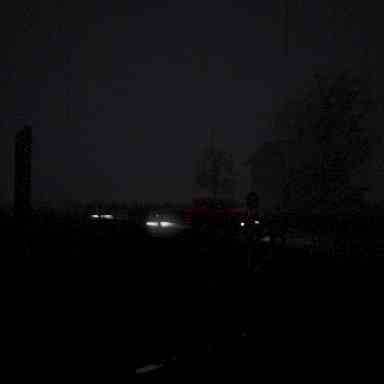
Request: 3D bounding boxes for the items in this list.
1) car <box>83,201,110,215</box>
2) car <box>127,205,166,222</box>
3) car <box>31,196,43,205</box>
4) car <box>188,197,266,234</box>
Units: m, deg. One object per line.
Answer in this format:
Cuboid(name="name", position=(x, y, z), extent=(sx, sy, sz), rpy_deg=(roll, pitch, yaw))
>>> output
Cuboid(name="car", position=(-11.235, 1.846, 38.835), extent=(1.837, 1.490, 4.892), rpy_deg=(1, -1, -36))
Cuboid(name="car", position=(-3.995, 1.791, 28.854), extent=(1.994, 1.385, 4.181), rpy_deg=(1, -1, -36))
Cuboid(name="car", position=(-36.622, 2.259, 78.563), extent=(1.837, 1.490, 4.892), rpy_deg=(1, -1, -36))
Cuboid(name="car", position=(1.983, 1.354, 20.666), extent=(2.150, 2.045, 5.566), rpy_deg=(1, -1, -37))
